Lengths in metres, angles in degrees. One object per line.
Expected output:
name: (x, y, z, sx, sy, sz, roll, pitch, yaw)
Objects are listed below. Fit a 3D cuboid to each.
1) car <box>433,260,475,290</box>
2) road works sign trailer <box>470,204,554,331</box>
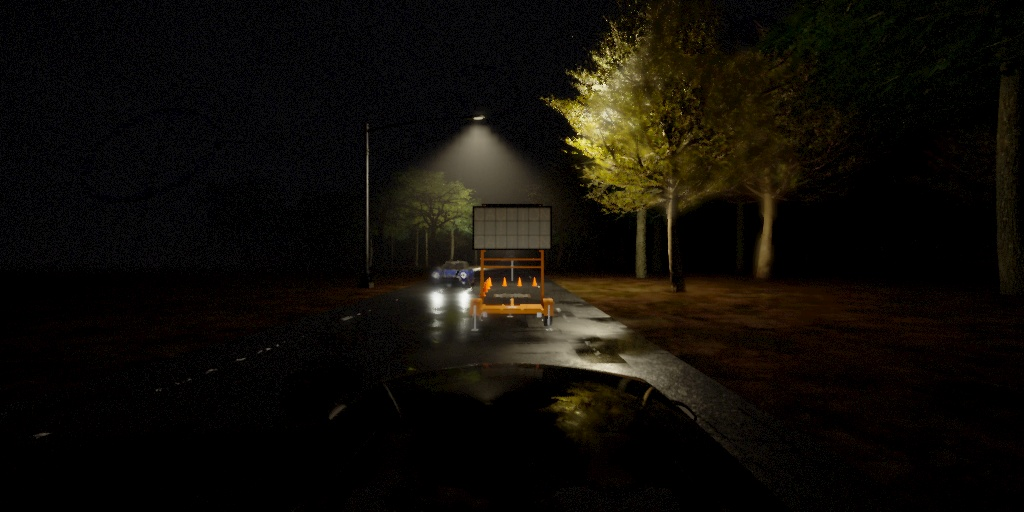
car: (-3.597, 1.115, 22.731, 2.097, 1.767, 4.553, 0, 0, 0)
road works sign trailer: (0.009, 0.218, 11.000, 2.380, 3.560, 2.880, 0, 0, 0)
